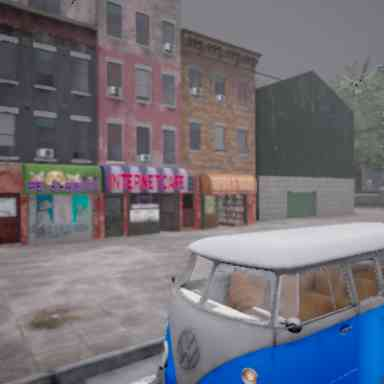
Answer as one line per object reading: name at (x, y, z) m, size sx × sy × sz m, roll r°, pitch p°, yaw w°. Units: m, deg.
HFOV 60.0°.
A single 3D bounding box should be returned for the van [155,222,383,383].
van at (1.560, 1.322, 3.923) m, size 3.998 × 1.788 × 1.690 m, roll 0°, pitch 0°, yaw -35°
